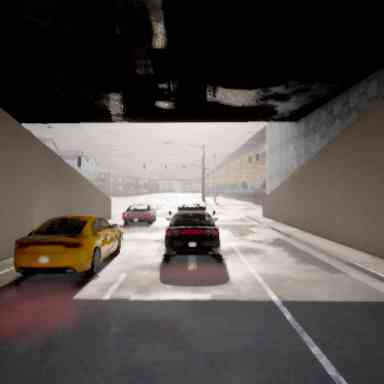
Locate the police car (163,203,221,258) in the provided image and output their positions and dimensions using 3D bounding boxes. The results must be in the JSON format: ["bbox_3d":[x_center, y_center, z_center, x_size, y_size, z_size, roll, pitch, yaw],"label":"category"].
[{"bbox_3d":[0.006,1.358,12.660,1.930,1.638,5.238,0,1,0],"label":"police car"}]

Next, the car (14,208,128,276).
[{"bbox_3d":[-3.478,1.427,10.269,1.882,1.535,5.008,0,0,0],"label":"car"}]

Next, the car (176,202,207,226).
[{"bbox_3d":[-0.051,1.441,23.313,1.994,1.385,4.181,0,0,0],"label":"car"}]

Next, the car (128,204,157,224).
[{"bbox_3d":[-3.549,1.482,23.247,1.895,1.301,4.718,0,0,0],"label":"car"}]
